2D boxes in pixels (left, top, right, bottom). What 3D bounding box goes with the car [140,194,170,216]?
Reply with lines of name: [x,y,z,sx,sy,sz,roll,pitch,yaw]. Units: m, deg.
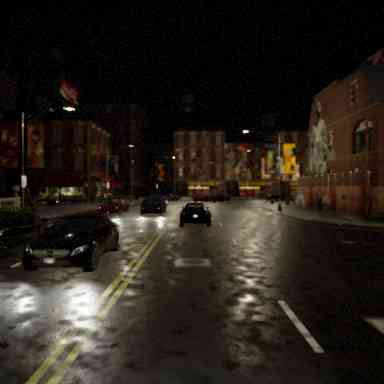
car: [-3.369,1.230,29.768,1.882,1.535,5.008,0,0,1]

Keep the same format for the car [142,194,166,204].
car: [-6.102,1.070,54.245,2.002,1.452,4.674,0,0,20]

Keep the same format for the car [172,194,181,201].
car: [-3.908,1.104,59.539,1.895,1.301,4.718,0,1,30]

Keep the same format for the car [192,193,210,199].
car: [1.768,1.147,55.805,1.895,1.301,4.718,0,0,25]

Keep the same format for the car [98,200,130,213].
car: [-6.885,1.351,29.614,1.895,1.301,4.718,0,0,1]

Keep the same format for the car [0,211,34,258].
car: [-7.037,1.437,12.477,2.033,1.411,5.357,0,0,0]

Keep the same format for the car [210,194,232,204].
car: [4.991,1.069,53.929,1.837,1.490,4.892,0,0,24]

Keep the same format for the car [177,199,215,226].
car: [0.216,1.385,21.814,1.994,1.385,4.181,0,0,0]

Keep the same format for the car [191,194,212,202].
car: [1.855,1.047,63.196,1.994,1.385,4.181,0,1,32]

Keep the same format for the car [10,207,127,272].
car: [-3.546,1.434,10.630,1.812,1.442,4.674,0,0,0]

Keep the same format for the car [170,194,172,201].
car: [-4.840,1.169,47.697,1.994,1.385,4.181,0,0,16]

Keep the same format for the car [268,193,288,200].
car: [18.276,0.969,70.423,4.902,1.511,2.128,0,1,-31]
